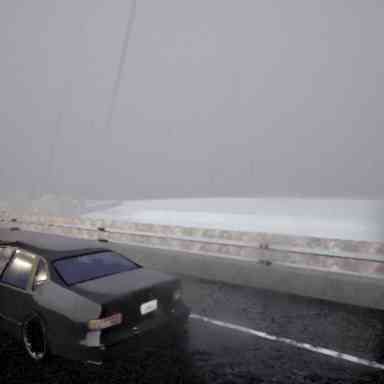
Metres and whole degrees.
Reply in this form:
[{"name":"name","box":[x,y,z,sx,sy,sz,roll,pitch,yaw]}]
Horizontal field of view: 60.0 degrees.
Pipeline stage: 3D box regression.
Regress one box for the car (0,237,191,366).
[{"name":"car","box":[-2.567,1.530,5.815,5.357,1.411,2.033,0,0,37]}]
